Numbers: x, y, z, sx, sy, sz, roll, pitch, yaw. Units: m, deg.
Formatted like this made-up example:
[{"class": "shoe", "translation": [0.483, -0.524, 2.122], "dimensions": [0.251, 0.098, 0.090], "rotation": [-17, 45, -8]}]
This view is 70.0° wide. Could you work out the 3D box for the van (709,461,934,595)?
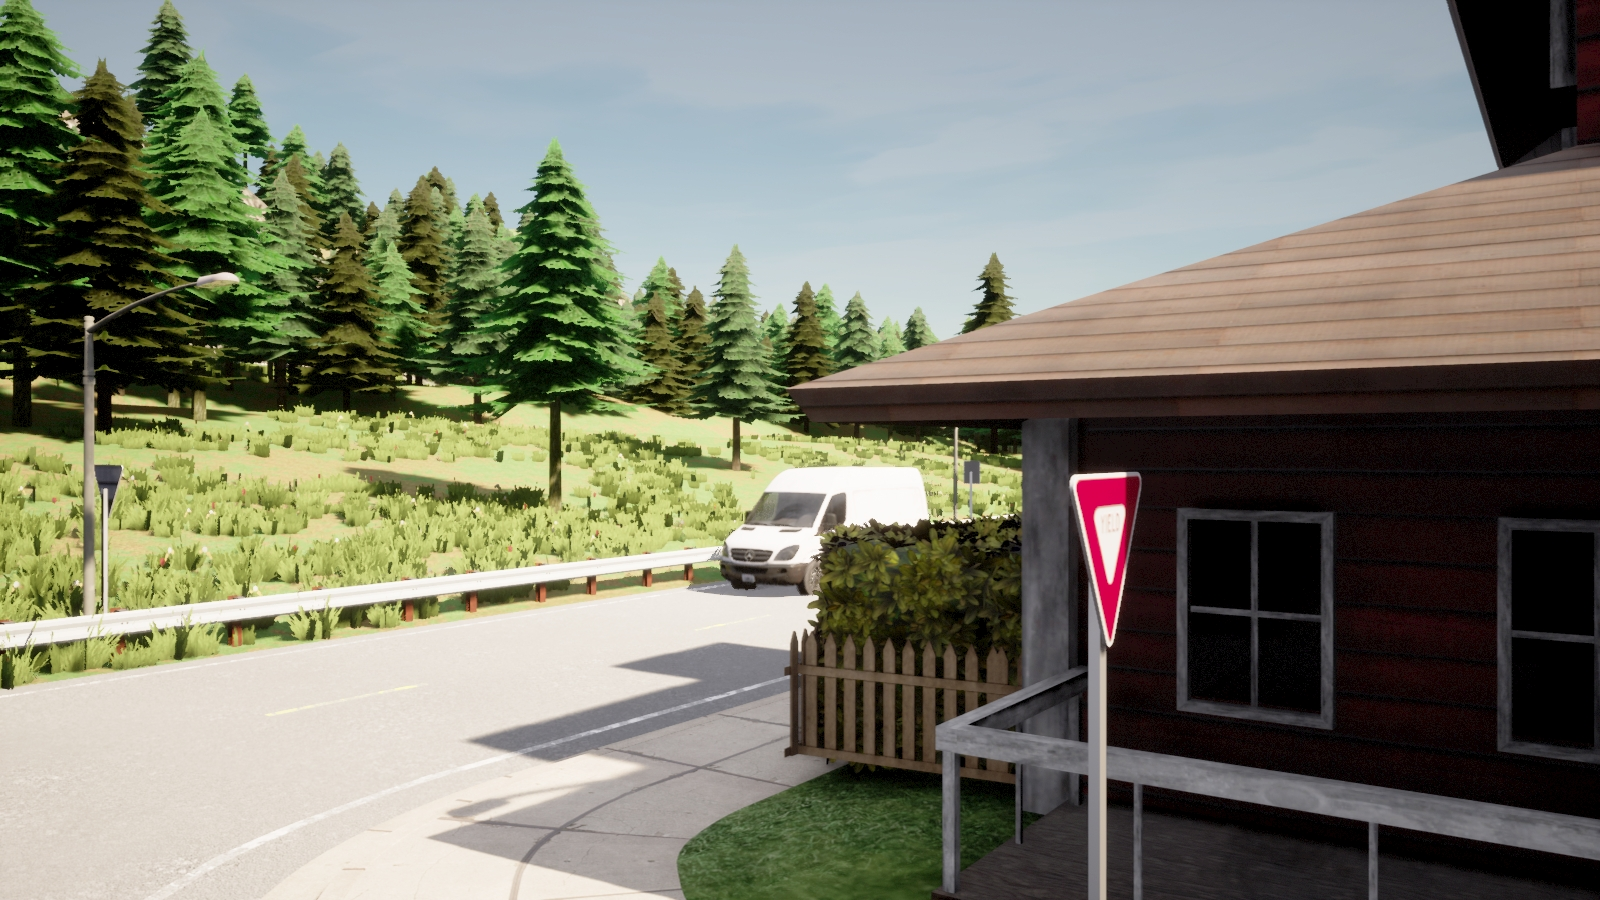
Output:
[{"class": "van", "translation": [0.649, 1.536, 25.102], "dimensions": [1.988, 2.561, 5.915], "rotation": [0, 0, 35]}]
